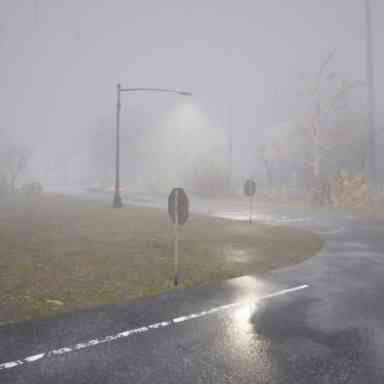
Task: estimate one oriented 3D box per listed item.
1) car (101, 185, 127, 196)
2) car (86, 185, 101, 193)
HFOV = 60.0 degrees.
[{"bbox_3d":[-11.992,-0.380,52.014,2.097,1.767,4.553,0,2,-36],"label":"car"},{"bbox_3d":[-17.586,-0.564,59.848,1.882,1.535,5.008,0,2,-36],"label":"car"}]
